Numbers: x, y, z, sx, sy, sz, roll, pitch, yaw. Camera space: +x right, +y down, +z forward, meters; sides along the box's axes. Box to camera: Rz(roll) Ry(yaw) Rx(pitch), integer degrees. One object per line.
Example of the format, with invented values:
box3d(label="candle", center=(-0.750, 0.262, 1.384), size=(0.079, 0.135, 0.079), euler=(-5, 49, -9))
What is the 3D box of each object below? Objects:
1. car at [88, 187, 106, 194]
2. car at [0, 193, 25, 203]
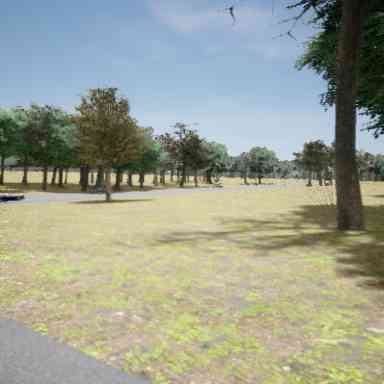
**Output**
box3d(label="car", center=(-20.217, -0.308, 71.969), size=(1.837, 1.490, 4.892), euler=(4, 4, 35))
box3d(label="car", center=(-27.598, 0.826, 49.689), size=(1.895, 1.301, 4.718), euler=(4, 4, 36))
